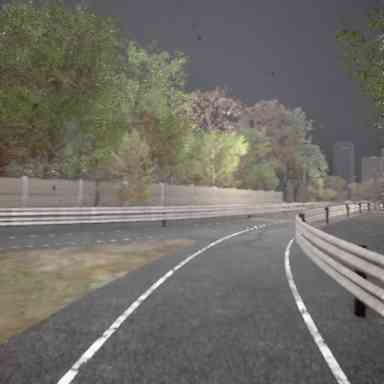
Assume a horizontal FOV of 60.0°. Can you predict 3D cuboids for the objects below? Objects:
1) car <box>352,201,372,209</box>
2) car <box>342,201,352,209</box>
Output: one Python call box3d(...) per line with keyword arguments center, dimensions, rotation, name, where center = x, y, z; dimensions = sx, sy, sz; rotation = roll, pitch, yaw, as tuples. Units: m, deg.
box3d(center=(31.457, 2.360, 61.210), dimensions=(2.128, 1.511, 4.902), rotation=(1, -1, 34), name="car")
box3d(center=(31.348, 2.556, 66.904), dimensions=(1.812, 1.442, 4.674), rotation=(1, -1, 34), name="car")
